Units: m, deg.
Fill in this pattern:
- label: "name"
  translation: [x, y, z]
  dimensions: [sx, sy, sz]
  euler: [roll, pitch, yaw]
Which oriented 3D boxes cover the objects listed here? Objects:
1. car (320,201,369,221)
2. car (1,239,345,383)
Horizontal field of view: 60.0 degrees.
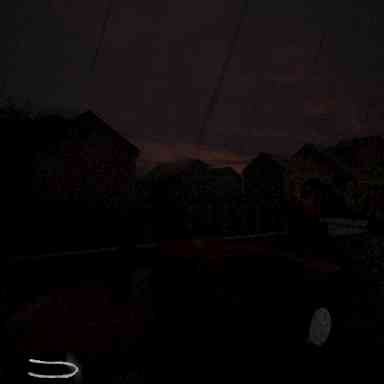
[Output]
- label: "car"
  translation: [11.819, 1.422, 25.960]
  dimensions: [1.845, 1.501, 3.633]
  euler: [1, 0, -38]
- label: "car"
  translation: [0.155, 1.506, 4.744]
  dimensions: [5.008, 1.535, 1.882]
  euler: [1, 0, -36]
